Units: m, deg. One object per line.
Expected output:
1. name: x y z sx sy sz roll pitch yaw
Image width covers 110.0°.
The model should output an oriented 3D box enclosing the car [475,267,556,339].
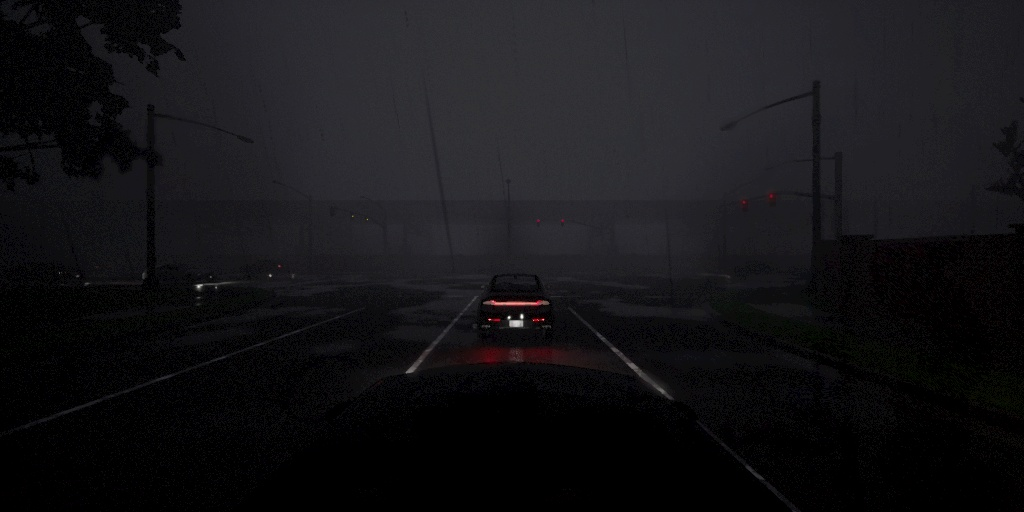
1. car: 0.099 1.242 10.137 2.128 1.511 4.902 0 0 0

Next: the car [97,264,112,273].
1. car: -49.647 1.297 41.451 5.357 1.411 2.033 0 0 2

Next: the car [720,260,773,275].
1. car: 23.514 1.140 36.059 4.674 1.442 1.812 -1 0 2

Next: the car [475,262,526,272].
1. car: -1.054 1.291 36.729 5.357 1.411 2.033 0 0 2

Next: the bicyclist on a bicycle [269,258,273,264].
1. bicyclist on a bicycle: -31.583 1.050 46.803 0.582 1.620 1.656 0 0 -33

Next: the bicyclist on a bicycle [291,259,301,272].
1. bicyclist on a bicycle: -27.031 1.203 44.712 0.582 1.620 1.656 0 0 14

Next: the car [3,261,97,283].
1. car: -35.056 1.241 26.999 4.902 1.511 2.128 0 0 2

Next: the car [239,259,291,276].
1. car: -25.722 1.102 37.396 4.553 1.767 2.097 0 0 2

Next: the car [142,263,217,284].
1. car: -24.683 1.276 26.673 4.674 1.442 1.812 0 0 2
